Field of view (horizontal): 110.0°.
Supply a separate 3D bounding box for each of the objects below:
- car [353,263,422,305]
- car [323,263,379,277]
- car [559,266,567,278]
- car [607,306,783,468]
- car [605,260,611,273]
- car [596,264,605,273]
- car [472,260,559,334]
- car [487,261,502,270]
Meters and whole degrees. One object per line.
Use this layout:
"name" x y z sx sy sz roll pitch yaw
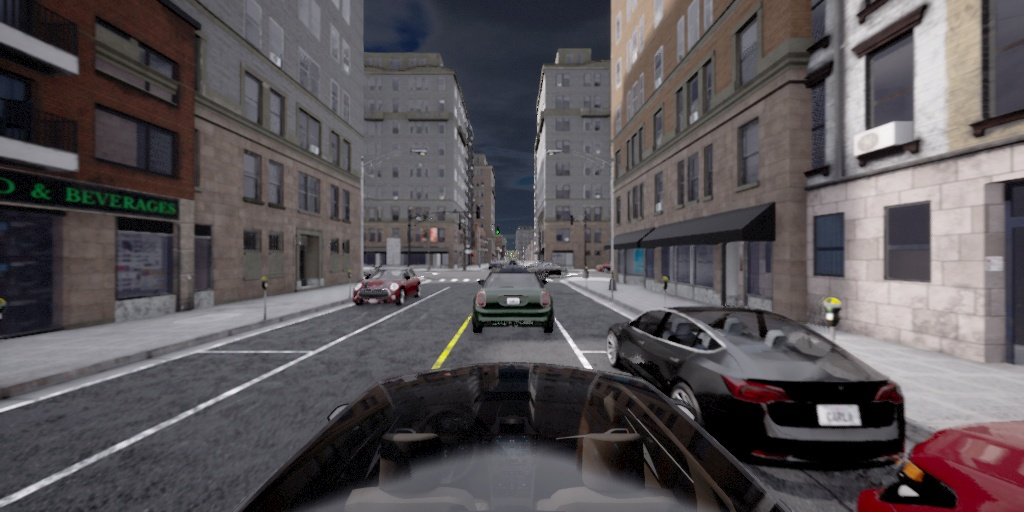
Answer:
"car" -5.381 1.226 15.883 1.967 1.591 4.097 0 0 0
"car" -16.126 1.407 36.051 4.718 1.301 1.895 0 0 0
"car" 3.369 1.344 34.422 4.902 1.511 2.128 0 -1 -45
"car" 2.638 1.323 4.968 1.948 1.339 4.313 0 0 0
"car" 14.231 1.417 42.900 4.902 1.511 2.128 0 0 -2
"car" 13.129 1.281 46.141 4.553 1.767 2.097 0 0 0
"car" 0.021 1.124 10.887 2.097 1.767 4.553 0 0 0
"car" -2.818 1.500 59.056 2.033 1.411 5.357 0 0 1
